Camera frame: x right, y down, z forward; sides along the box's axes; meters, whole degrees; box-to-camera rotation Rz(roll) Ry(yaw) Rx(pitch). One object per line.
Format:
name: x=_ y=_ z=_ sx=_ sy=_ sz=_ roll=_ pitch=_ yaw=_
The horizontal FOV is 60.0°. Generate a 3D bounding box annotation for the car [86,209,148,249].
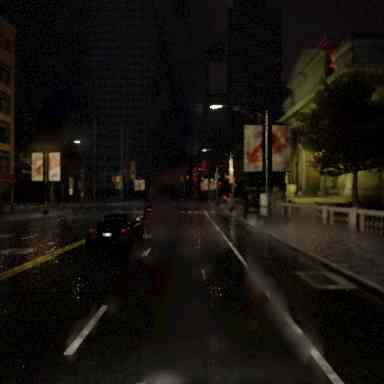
car: x=-3.414 y=1.707 z=15.409 sx=1.994 sy=1.385 sz=4.181 roll=0 pitch=-1 yaw=0

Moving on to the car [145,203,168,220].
car: x=-3.424 y=1.784 z=31.648 sx=2.128 sy=1.511 sz=4.902 roll=0 pitch=-1 yaw=0
